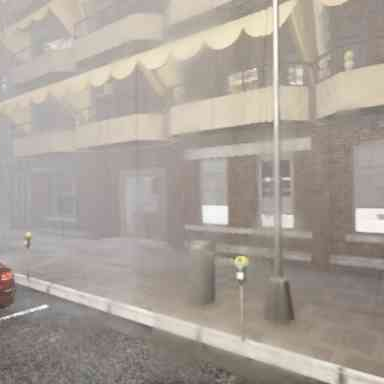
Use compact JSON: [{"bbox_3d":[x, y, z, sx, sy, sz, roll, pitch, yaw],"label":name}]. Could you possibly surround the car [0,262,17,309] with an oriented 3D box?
[{"bbox_3d":[-4.999,1.550,6.415,4.206,1.307,1.802,0,-1,36],"label":"car"}]
